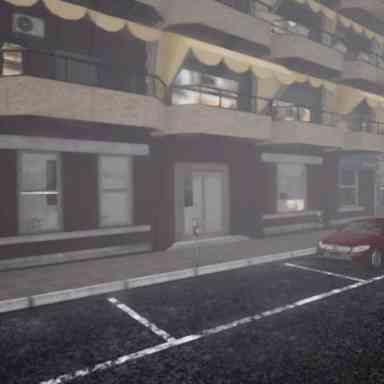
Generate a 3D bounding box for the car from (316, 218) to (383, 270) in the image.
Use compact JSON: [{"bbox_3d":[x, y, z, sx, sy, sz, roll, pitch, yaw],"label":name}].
[{"bbox_3d":[5.768,1.517,10.688,4.206,1.307,1.802,0,0,-36],"label":"car"}]
